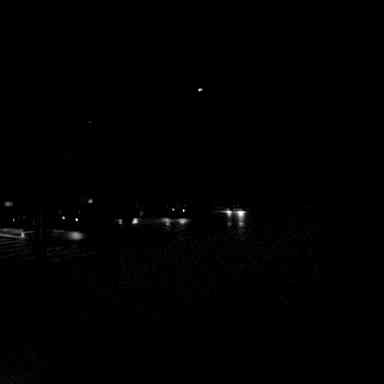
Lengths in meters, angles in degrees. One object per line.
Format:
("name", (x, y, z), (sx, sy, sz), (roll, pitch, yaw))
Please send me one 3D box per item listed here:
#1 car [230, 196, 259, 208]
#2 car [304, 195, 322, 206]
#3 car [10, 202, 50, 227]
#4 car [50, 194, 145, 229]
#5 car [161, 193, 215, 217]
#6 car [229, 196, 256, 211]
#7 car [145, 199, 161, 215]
("car", (7.340, 1.301, 46.170), (1.882, 1.535, 5.008), (0, 0, 36))
("car", (18.453, 1.248, 50.318), (1.882, 1.535, 5.008), (0, 0, 35))
("car", (-9.568, 1.451, 22.432), (1.837, 1.490, 4.892), (0, 0, 35))
("car", (-5.982, 1.156, 21.864), (2.150, 2.045, 5.566), (0, 0, 35))
("car", (0.021, 1.112, 30.313), (2.150, 2.045, 5.566), (0, 0, 35))
("car", (6.085, 1.351, 38.837), (1.837, 1.490, 4.892), (0, 0, 36))
("car", (-4.101, 1.385, 30.126), (1.882, 1.535, 5.008), (0, 0, 35))
